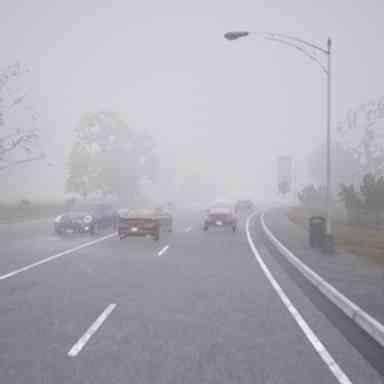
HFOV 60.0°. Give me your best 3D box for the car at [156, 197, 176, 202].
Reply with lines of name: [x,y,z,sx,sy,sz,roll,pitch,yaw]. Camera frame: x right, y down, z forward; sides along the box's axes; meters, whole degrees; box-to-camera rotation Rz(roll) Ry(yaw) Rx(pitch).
car: [-3.586,1.496,44.446,1.837,1.490,4.892,0,0,18]

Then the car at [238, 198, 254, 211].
car: [6.492,1.532,40.881,2.128,1.511,4.902,0,0,17]

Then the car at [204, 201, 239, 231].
car: [1.830,1.540,20.616,1.812,1.442,4.674,0,0,8]

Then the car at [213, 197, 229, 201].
car: [5.064,1.555,57.834,1.812,1.442,4.674,0,0,24]

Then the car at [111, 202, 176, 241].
car: [-2.215,1.475,16.935,1.882,1.535,5.008,0,0,7]

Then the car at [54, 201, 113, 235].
car: [-5.708,1.337,18.553,2.097,1.767,4.553,0,0,8]
